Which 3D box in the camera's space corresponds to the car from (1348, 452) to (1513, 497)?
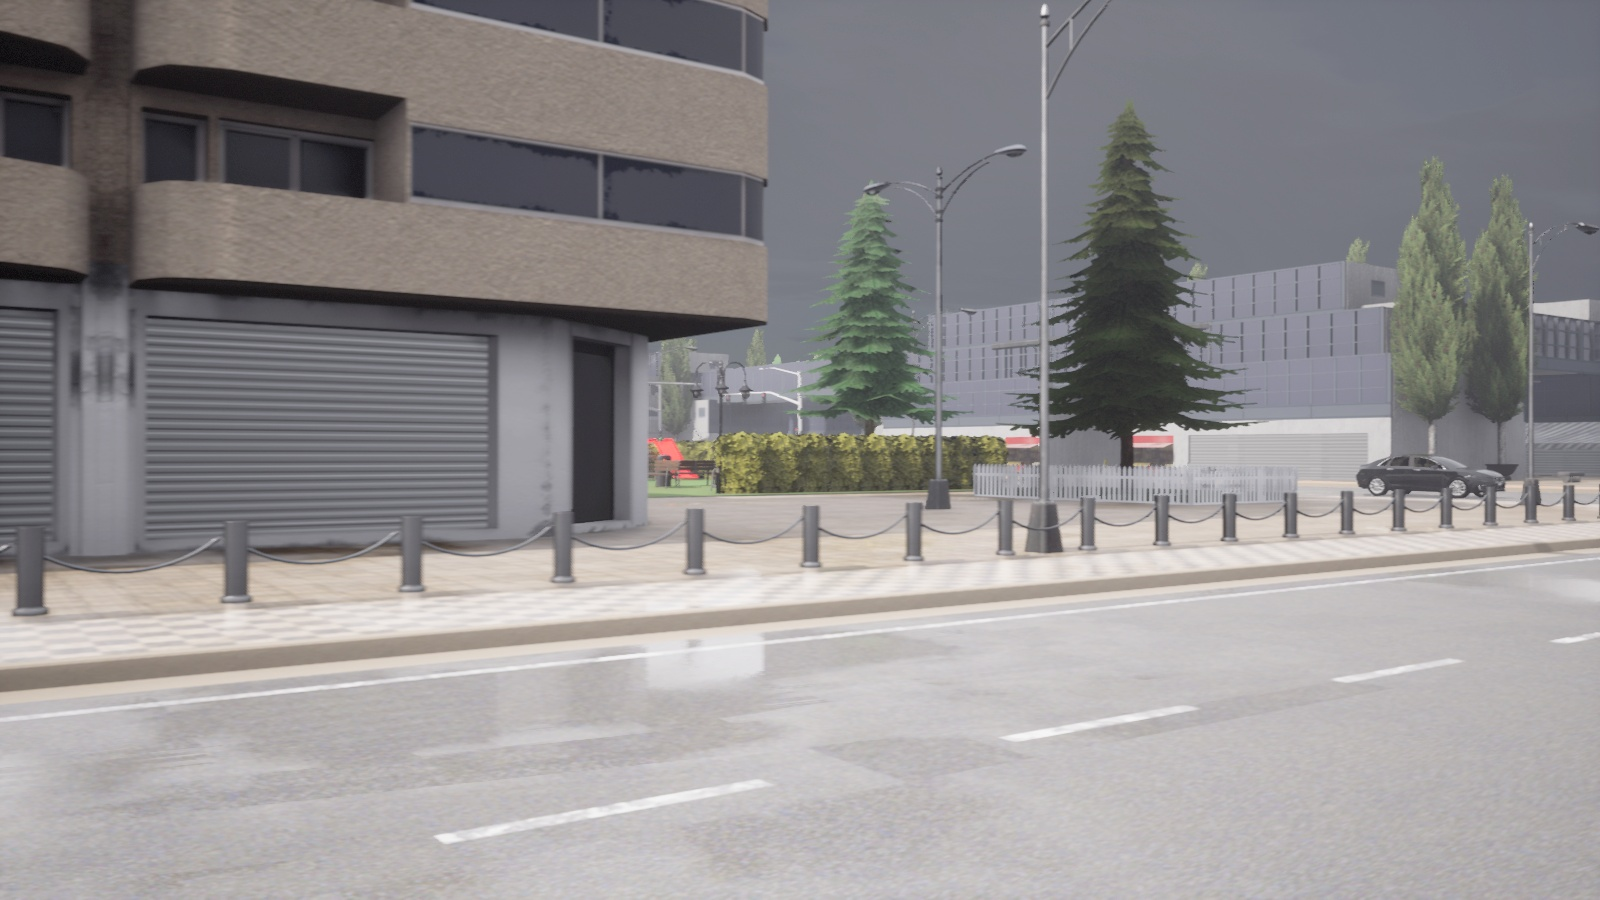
[{"bbox_3d":[22.056,0.811,44.112,1.837,1.490,4.892,0,0,-35],"label":"car"}]
